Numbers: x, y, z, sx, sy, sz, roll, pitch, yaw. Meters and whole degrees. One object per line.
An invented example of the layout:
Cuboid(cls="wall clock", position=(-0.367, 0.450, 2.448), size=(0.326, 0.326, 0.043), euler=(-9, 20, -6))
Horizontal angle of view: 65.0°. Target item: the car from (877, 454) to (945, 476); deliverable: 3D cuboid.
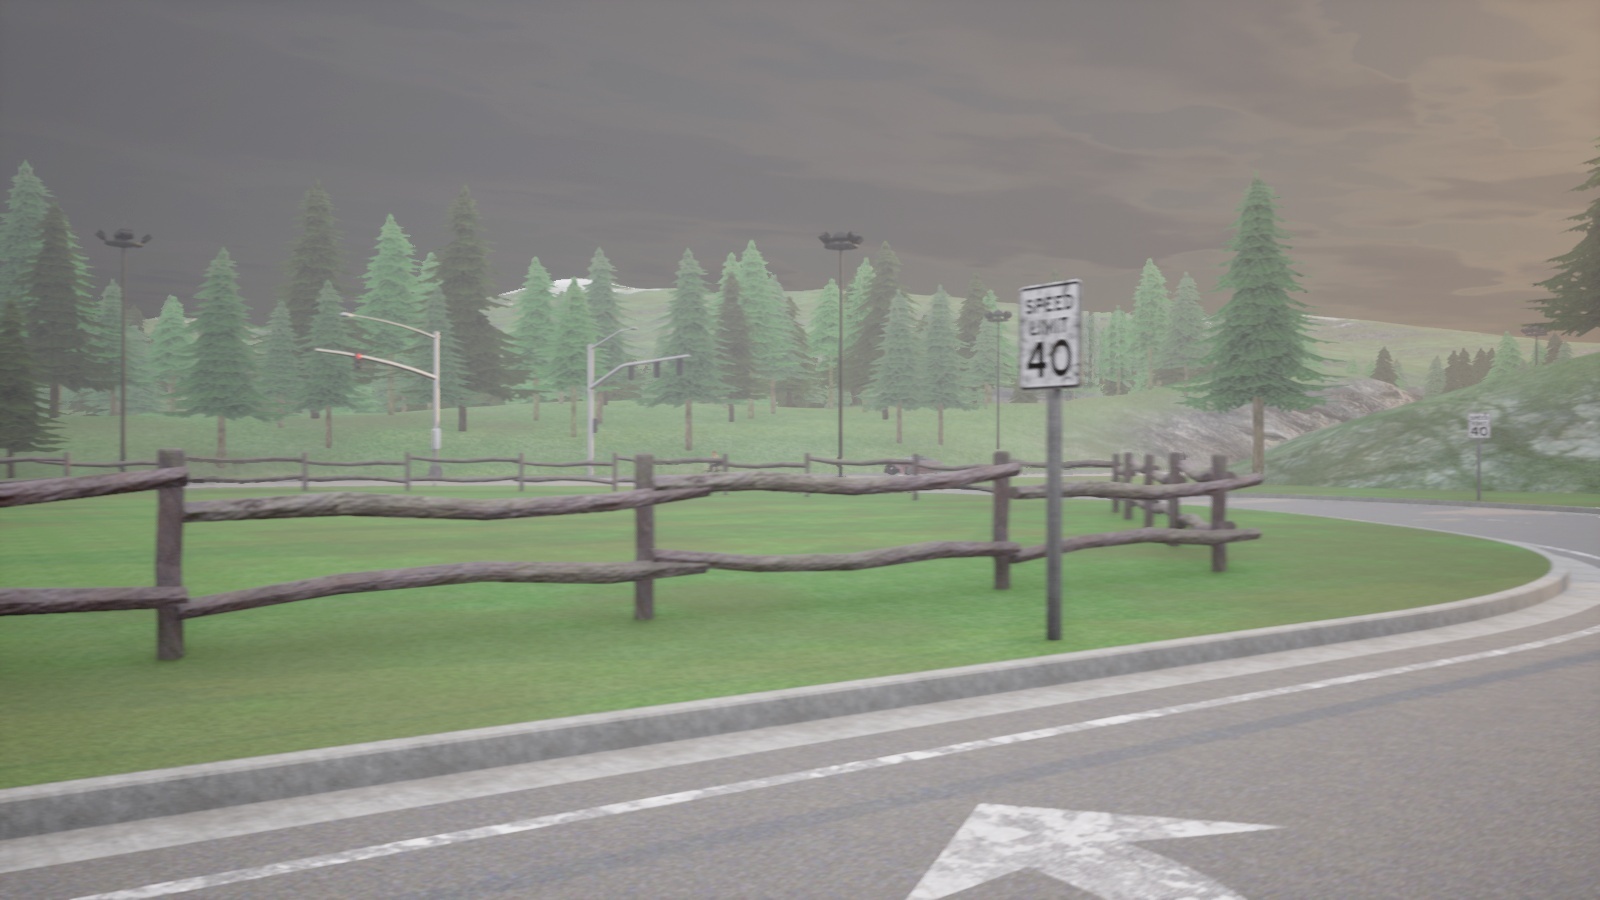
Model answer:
Cuboid(cls="car", position=(7.344, 0.993, 82.813), size=(4.181, 1.385, 1.994), euler=(0, 0, -35))
